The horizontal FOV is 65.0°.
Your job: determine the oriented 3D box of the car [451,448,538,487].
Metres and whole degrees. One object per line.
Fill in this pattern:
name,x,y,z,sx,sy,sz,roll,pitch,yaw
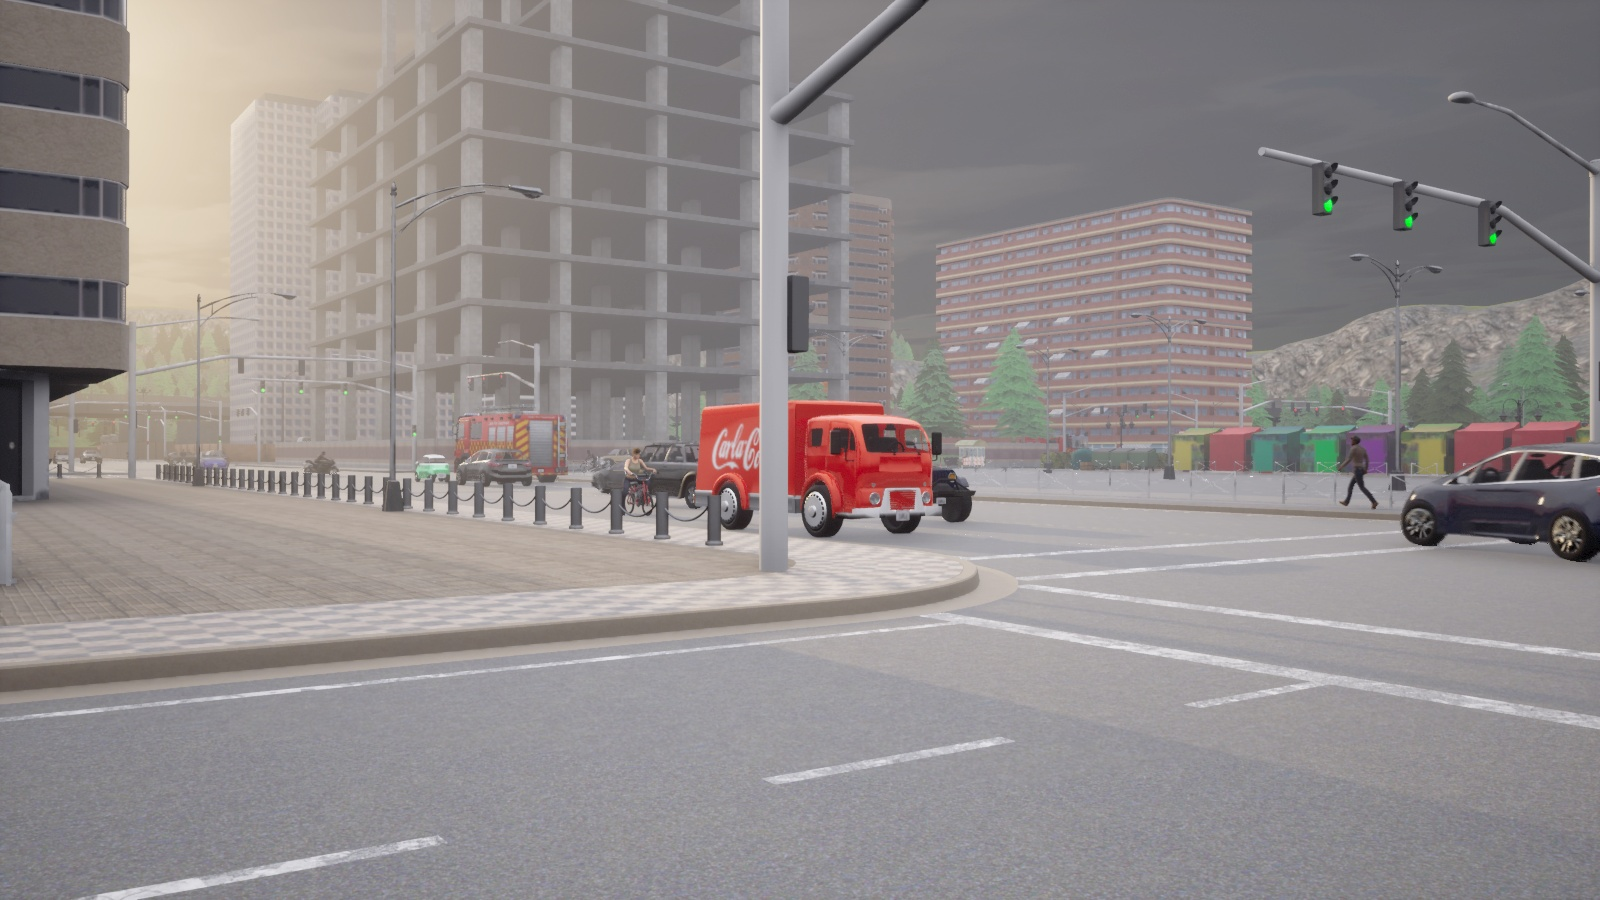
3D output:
car,-13.688,0.756,56.158,2.242,1.667,4.611,0,0,-35

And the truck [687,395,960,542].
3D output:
truck,0.298,0.316,23.968,2.627,2.467,5.204,0,0,-35

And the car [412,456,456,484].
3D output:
car,-18.266,0.992,62.692,1.481,1.376,2.207,0,0,-35

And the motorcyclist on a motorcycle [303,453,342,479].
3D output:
motorcyclist on a motorcycle,-28.723,0.943,75.601,2.044,1.523,0.797,0,0,-36

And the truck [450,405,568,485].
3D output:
truck,-14.971,-0.231,64.089,2.891,3.827,8.468,0,0,-35

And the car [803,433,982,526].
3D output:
car,1.961,0.604,27.694,1.905,1.878,3.866,0,0,-35

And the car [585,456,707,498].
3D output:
car,-5.535,0.913,44.507,2.033,1.411,5.357,0,0,-35

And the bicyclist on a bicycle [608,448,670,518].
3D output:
bicyclist on a bicycle,-3.851,0.763,29.902,0.866,1.612,1.509,0,0,-35

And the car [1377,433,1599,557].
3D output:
car,11.371,0.612,19.206,2.242,1.667,4.611,0,0,-14

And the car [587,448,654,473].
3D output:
car,-13.560,0.767,95.001,4.605,1.855,1.932,0,0,-35

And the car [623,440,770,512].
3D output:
car,-2.931,0.651,34.682,1.932,1.855,4.605,0,0,-36

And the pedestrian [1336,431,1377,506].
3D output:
pedestrian,13.635,0.450,30.783,0.328,1.805,0.869,0,0,-36
